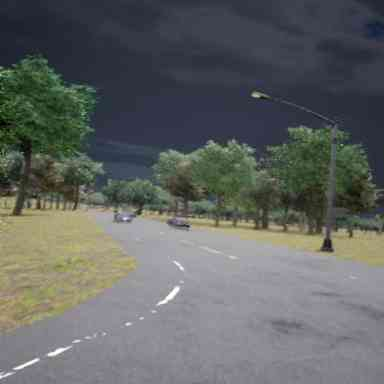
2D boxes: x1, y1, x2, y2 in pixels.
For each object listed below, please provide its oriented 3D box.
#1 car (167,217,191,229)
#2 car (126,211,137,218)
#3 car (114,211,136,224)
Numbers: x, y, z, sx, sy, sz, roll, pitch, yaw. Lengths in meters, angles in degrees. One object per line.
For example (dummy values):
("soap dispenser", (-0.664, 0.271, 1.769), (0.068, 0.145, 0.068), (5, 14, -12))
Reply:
("car", (-1.745, 3.916, 42.859), (2.033, 1.411, 5.357), (7, -4, -19))
("car", (-14.662, 5.323, 80.370), (1.812, 1.442, 4.674), (7, -4, -19))
("car", (-8.572, 3.109, 41.336), (2.128, 1.511, 4.902), (7, -4, -19))
